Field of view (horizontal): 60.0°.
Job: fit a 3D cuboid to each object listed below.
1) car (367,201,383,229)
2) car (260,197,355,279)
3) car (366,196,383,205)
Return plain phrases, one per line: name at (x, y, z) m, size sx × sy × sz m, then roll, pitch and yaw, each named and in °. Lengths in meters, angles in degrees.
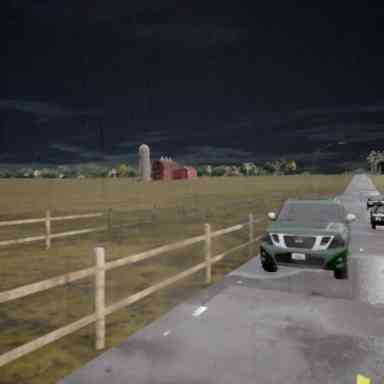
car at (11.901, 1.478, 20.177) m, size 1.895 × 1.301 × 4.718 m, roll 0°, pitch 1°, yaw 27°
car at (3.833, 1.200, 10.529) m, size 2.150 × 2.045 × 5.566 m, roll 0°, pitch 0°, yaw 27°
car at (19.878, 1.119, 35.856) m, size 1.895 × 1.301 × 4.718 m, roll 0°, pitch 2°, yaw 27°
